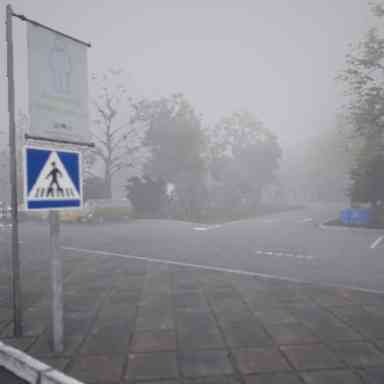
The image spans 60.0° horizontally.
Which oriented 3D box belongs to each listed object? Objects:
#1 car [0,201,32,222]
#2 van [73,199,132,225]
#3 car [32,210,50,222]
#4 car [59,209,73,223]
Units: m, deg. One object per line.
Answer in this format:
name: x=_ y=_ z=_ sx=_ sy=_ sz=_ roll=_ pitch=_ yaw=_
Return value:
car: x=-16.117 y=1.870 z=33.667 sx=2.435 sy=2.045 sz=5.566 roll=-3 pitch=-2 yaw=35
van: x=-7.016 y=1.559 z=27.190 sx=1.878 sy=1.987 sz=4.442 roll=-2 pitch=-1 yaw=35
car: x=-11.305 y=1.933 z=30.561 sx=1.946 sy=1.575 sz=5.366 roll=-2 pitch=-1 yaw=35
car: x=-9.126 y=1.856 z=29.035 sx=1.946 sy=1.575 sz=5.366 roll=-2 pitch=-1 yaw=35
